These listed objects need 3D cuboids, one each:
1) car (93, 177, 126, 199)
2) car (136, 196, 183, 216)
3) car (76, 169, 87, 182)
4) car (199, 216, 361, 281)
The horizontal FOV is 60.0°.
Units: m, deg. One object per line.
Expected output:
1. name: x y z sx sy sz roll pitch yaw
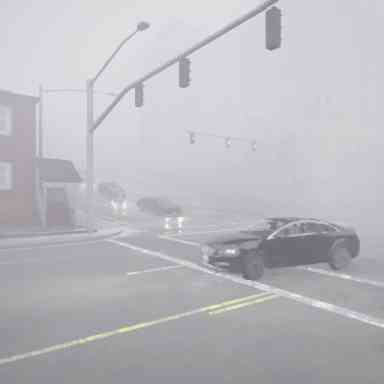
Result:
1. car: -8.922 -0.283 37.001 2.128 1.511 4.902 0 10 -35
2. car: -2.943 1.087 28.676 2.033 1.411 5.357 0 5 -36
3. car: -14.928 -2.318 45.368 2.033 1.411 5.357 0 12 -35
4. car: 2.626 1.491 9.755 4.902 1.511 2.128 0 0 -22
